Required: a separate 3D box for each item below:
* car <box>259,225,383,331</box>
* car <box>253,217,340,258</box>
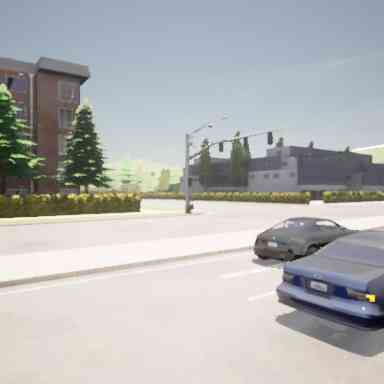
[{"bbox_3d":[4.008,1.512,6.700,5.357,1.411,2.033,0,0,-36],"label":"car"},{"bbox_3d":[3.997,1.517,11.052,4.181,1.385,1.994,0,0,-36],"label":"car"}]
